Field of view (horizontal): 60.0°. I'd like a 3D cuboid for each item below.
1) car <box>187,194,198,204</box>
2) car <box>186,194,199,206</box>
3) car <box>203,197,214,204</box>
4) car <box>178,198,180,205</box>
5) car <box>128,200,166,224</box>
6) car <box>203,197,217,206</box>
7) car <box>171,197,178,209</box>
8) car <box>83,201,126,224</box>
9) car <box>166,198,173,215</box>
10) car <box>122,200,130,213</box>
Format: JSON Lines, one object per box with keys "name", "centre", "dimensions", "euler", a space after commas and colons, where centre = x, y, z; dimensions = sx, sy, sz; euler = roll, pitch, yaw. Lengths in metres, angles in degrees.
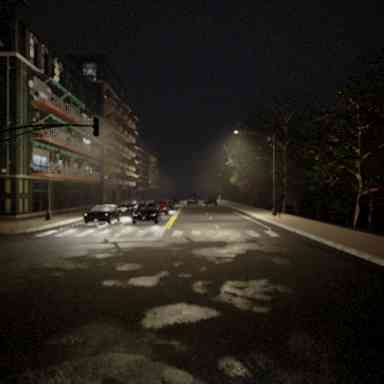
{"name": "car", "centre": [0.034, 1.343, 66.995], "dimensions": [2.150, 2.045, 5.566], "euler": [0, 0, 0]}
{"name": "car", "centre": [0.128, 1.591, 56.905], "dimensions": [2.128, 1.511, 4.902], "euler": [0, 0, 0]}
{"name": "car", "centre": [3.282, 1.667, 66.916], "dimensions": [2.033, 1.411, 5.357], "euler": [0, 0, 0]}
{"name": "car", "centre": [-3.220, 1.652, 60.675], "dimensions": [1.837, 1.490, 4.892], "euler": [0, 0, 0]}
{"name": "car", "centre": [-3.337, 1.540, 25.373], "dimensions": [1.837, 1.490, 4.892], "euler": [0, 0, 0]}
{"name": "car", "centre": [3.278, 1.608, 56.496], "dimensions": [1.837, 1.490, 4.892], "euler": [0, 0, 0]}
{"name": "car", "centre": [-3.319, 1.671, 44.205], "dimensions": [1.895, 1.301, 4.718], "euler": [0, 0, 0]}
{"name": "car", "centre": [-6.593, 1.632, 25.025], "dimensions": [1.895, 1.301, 4.718], "euler": [0, 0, 0]}
{"name": "car", "centre": [-3.331, 1.577, 34.561], "dimensions": [1.812, 1.442, 4.674], "euler": [0, 0, 0]}
{"name": "car", "centre": [-6.584, 1.539, 34.332], "dimensions": [2.128, 1.511, 4.902], "euler": [0, 0, 0]}
